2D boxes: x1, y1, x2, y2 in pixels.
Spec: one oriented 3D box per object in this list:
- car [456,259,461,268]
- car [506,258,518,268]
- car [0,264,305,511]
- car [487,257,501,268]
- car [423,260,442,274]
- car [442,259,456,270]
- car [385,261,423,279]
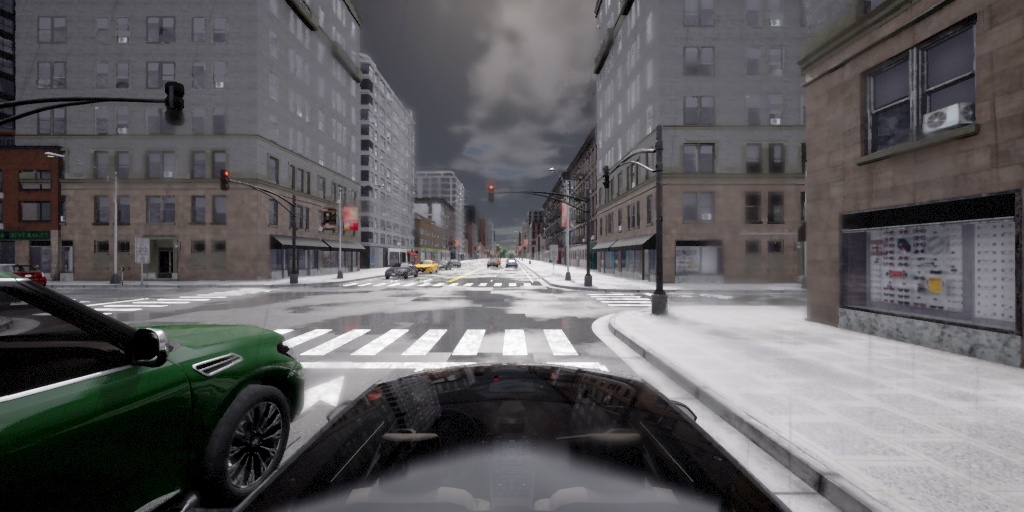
[{"bbox_3d":[-9.853,1.273,61.455,1.812,1.442,4.674,0,0,0],"label":"car"},{"bbox_3d":[-0.053,1.312,61.849,1.994,1.385,4.181,0,0,0],"label":"car"},{"bbox_3d":[-3.148,0.971,1.216,2.150,2.045,5.566,0,0,0],"label":"car"},{"bbox_3d":[-3.303,1.349,61.876,1.895,1.301,4.718,0,0,0],"label":"car"},{"bbox_3d":[-9.879,1.230,41.625,1.882,1.535,5.008,0,0,0],"label":"car"},{"bbox_3d":[-9.885,1.242,51.437,2.128,1.511,4.902,0,0,0],"label":"car"},{"bbox_3d":[-9.872,1.279,32.428,1.812,1.442,4.674,0,0,2],"label":"car"}]
